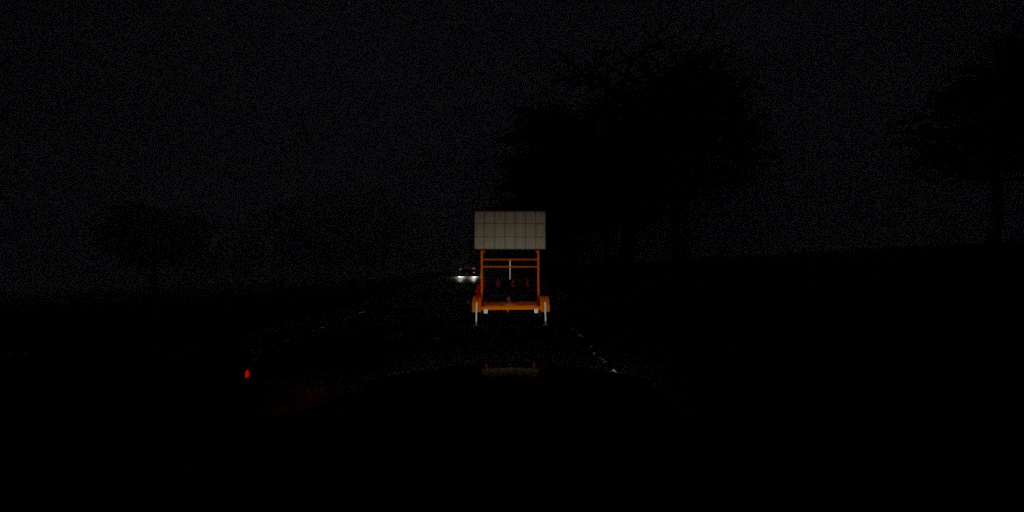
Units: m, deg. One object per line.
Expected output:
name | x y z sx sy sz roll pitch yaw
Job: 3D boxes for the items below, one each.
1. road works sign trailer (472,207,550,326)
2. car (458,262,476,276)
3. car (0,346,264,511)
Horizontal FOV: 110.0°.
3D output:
road works sign trailer | -0.066 0.229 11.701 2.380 3.560 2.880 0 0 -2
car | -5.447 1.534 43.934 2.097 1.767 4.553 0 -1 -5
car | -3.617 1.297 1.494 2.033 1.411 5.357 0 0 0
